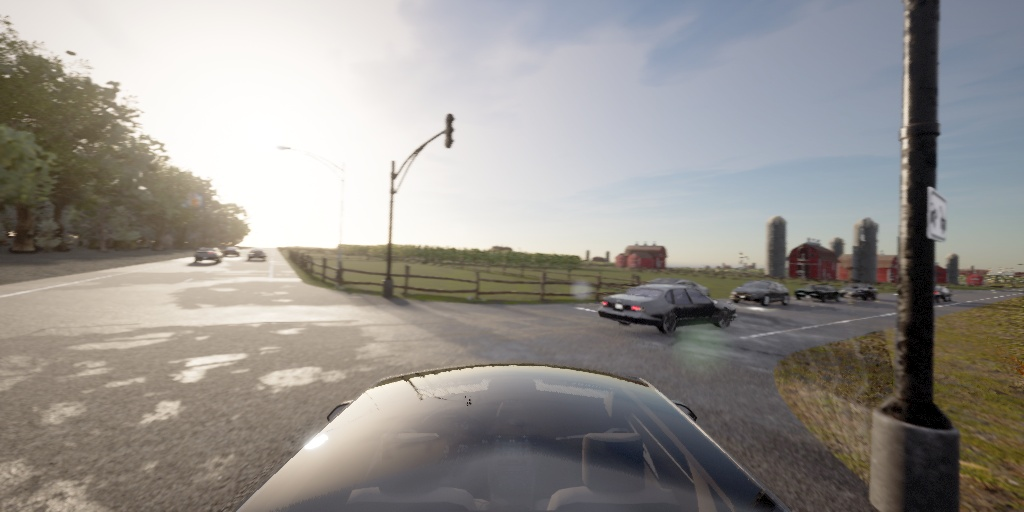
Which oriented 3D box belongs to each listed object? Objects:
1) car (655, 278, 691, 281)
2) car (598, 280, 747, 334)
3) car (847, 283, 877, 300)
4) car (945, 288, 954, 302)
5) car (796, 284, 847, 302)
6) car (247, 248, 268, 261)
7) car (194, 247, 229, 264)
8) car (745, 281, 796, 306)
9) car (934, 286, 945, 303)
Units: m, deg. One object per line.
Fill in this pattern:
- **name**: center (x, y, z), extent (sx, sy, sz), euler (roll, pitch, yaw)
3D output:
- **car**: center (7.674, 1.840, 17.589), extent (4.902, 1.511, 2.128), euler (3, -1, -33)
- **car**: center (5.328, 1.677, 12.031), extent (5.357, 1.411, 2.033), euler (3, -2, -32)
- **car**: center (33.198, 3.331, 34.339), extent (4.902, 1.511, 2.128), euler (3, -1, -33)
- **car**: center (43.856, 3.881, 37.120), extent (4.892, 1.490, 1.837), euler (3, -1, -33)
- **car**: center (24.503, 2.932, 28.659), extent (4.718, 1.301, 1.895), euler (3, -1, -33)
- **car**: center (-32.652, -0.117, 45.964), extent (1.895, 1.301, 4.718), euler (3, 0, -34)
- **car**: center (-29.657, -0.091, 35.144), extent (2.128, 1.511, 4.902), euler (3, 0, -34)
- **car**: center (16.011, 2.340, 23.064), extent (4.892, 1.490, 1.837), euler (3, -1, -33)
- **car**: center (37.558, 3.607, 32.928), extent (4.718, 1.301, 1.895), euler (3, -1, -32)
